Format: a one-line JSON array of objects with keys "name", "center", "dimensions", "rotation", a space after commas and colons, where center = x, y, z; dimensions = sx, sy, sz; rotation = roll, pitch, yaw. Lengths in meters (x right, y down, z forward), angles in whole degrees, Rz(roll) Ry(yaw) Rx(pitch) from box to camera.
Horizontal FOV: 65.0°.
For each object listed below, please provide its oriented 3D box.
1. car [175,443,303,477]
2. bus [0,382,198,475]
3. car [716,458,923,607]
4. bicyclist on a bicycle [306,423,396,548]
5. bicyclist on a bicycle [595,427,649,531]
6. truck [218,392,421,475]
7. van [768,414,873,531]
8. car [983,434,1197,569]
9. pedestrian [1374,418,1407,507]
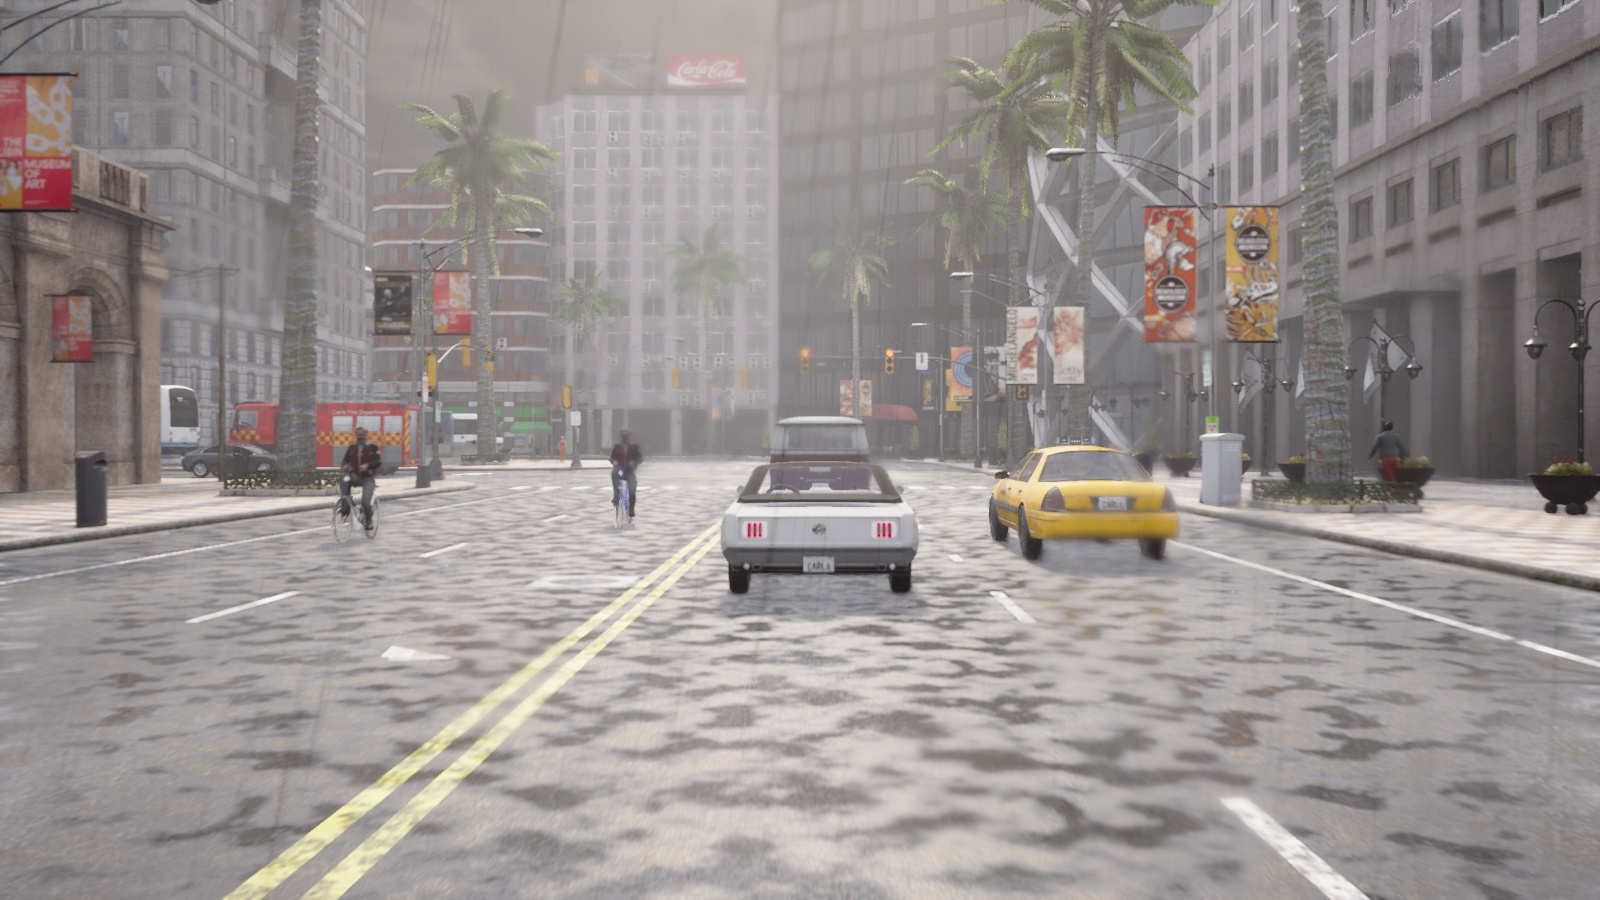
[{"name": "car", "center": [-24.894, 0.416, 55.846], "dimensions": [4.892, 1.490, 1.837], "rotation": [0, 0, 1]}, {"name": "bus", "center": [-34.605, -0.993, 59.506], "dimensions": [10.273, 4.253, 3.944], "rotation": [0, 0, 0]}, {"name": "car", "center": [0.222, 0.769, 13.816], "dimensions": [1.895, 1.301, 4.718], "rotation": [0, 0, 1]}, {"name": "bicyclist on a bicycle", "center": [-6.691, 0.506, 18.789], "dimensions": [0.659, 1.776, 1.843], "rotation": [0, 0, 1]}, {"name": "bicyclist on a bicycle", "center": [-3.133, 0.489, 22.230], "dimensions": [0.659, 1.776, 1.843], "rotation": [0, 0, 1]}, {"name": "truck", "center": [-22.582, -0.771, 59.289], "dimensions": [8.468, 3.827, 2.891], "rotation": [0, 0, 1]}, {"name": "van", "center": [0.387, 0.367, 23.521], "dimensions": [1.775, 1.987, 4.442], "rotation": [0, 0, 1]}, {"name": "car", "center": [3.786, 0.591, 17.375], "dimensions": [1.801, 1.575, 5.366], "rotation": [0, 0, 1]}, {"name": "pedestrian", "center": [12.457, 0.264, 26.490], "dimensions": [0.353, 1.847, 0.614], "rotation": [0, 0, -5]}]
